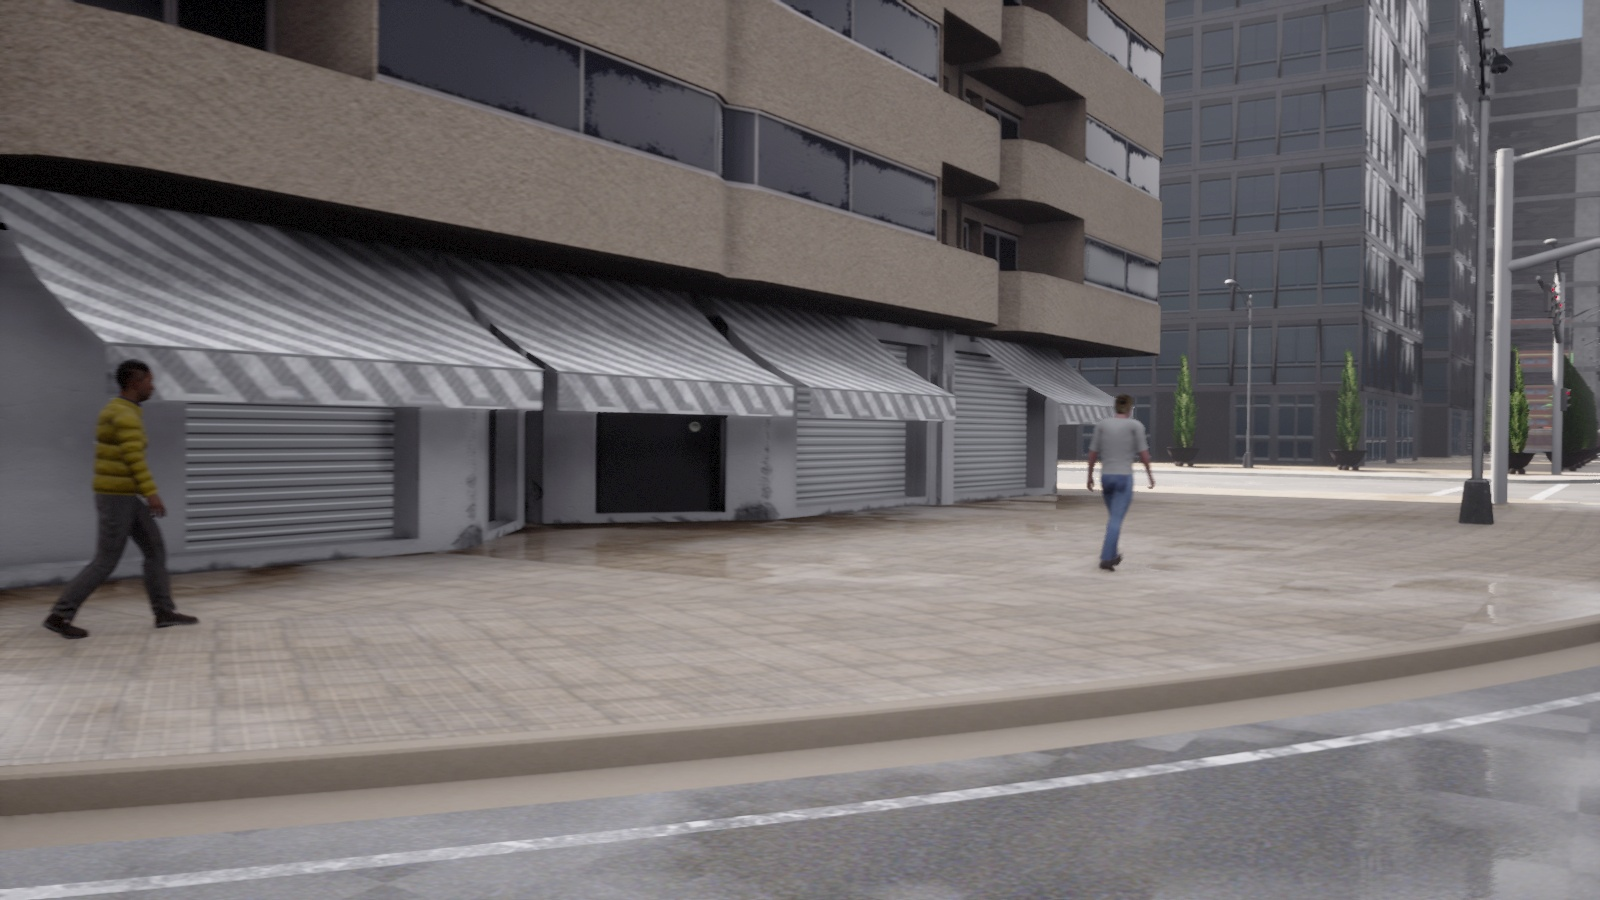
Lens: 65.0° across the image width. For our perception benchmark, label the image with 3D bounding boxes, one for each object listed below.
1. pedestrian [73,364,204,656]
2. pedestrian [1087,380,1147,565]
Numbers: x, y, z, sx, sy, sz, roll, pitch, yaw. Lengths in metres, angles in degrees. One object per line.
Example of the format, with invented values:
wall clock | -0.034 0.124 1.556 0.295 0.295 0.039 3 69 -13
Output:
pedestrian | -4.359 0.374 8.276 0.709 1.840 0.431 -1 1 -31
pedestrian | 3.258 0.218 12.900 0.354 1.836 0.706 0 1 35
